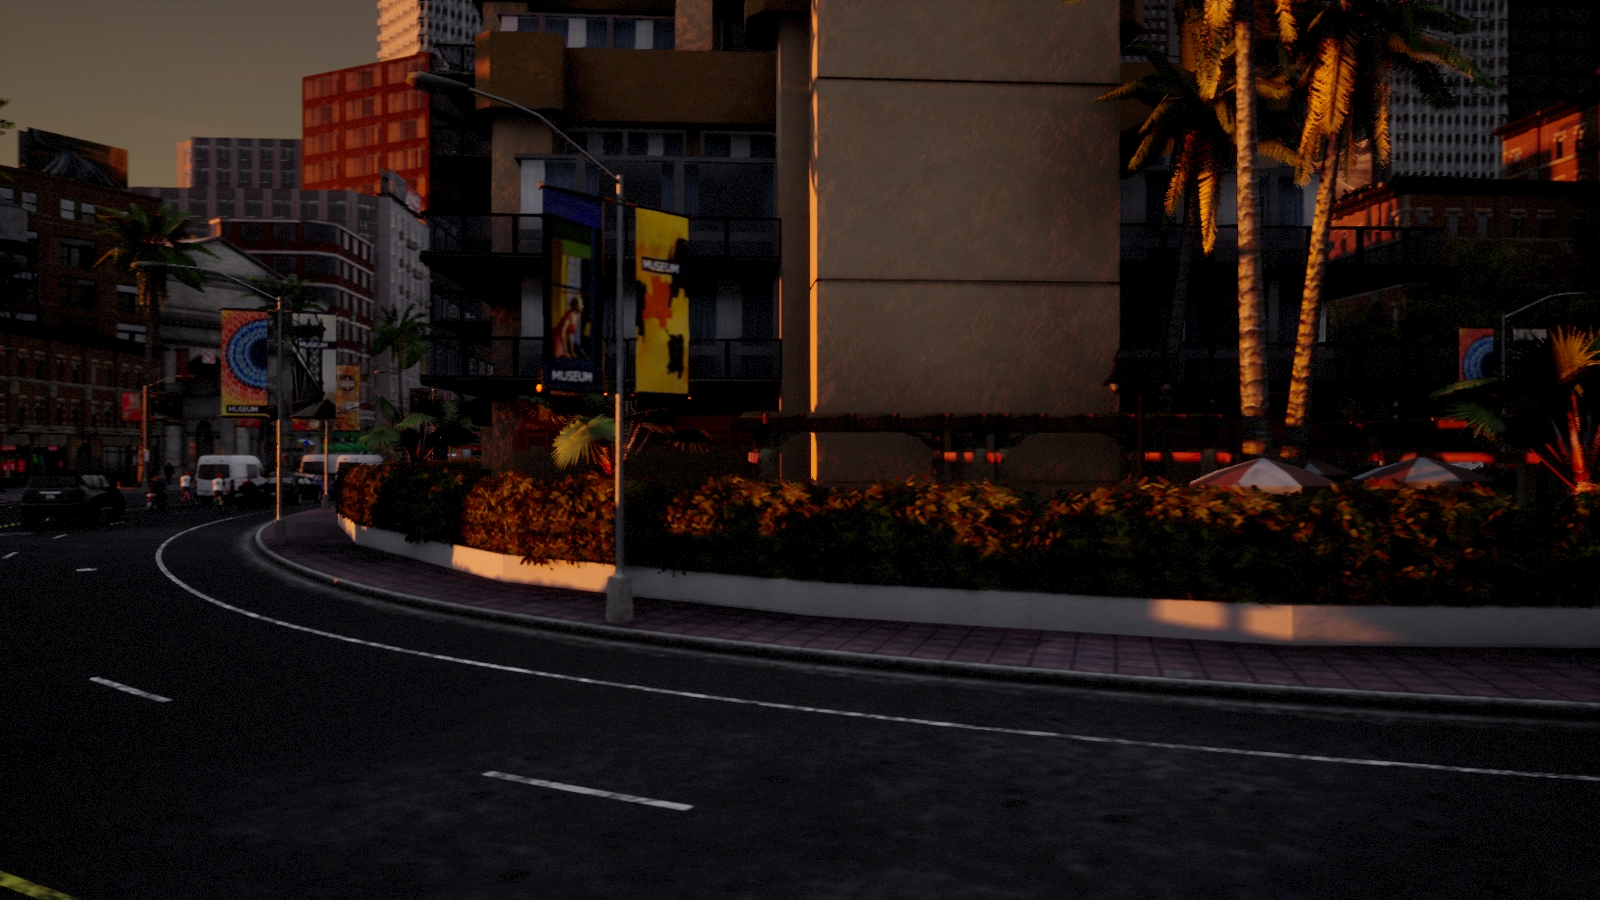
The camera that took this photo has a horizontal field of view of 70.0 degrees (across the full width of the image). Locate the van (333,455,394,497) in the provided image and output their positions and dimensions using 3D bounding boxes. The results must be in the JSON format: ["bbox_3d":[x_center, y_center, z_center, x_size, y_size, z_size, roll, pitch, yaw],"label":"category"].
[{"bbox_3d":[-27.780,1.579,73.000,1.988,2.561,5.915,0,0,-4],"label":"van"}]

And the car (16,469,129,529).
[{"bbox_3d":[-27.849,1.804,43.956,2.150,2.045,5.566,0,0,-16],"label":"car"}]

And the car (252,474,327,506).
[{"bbox_3d":[-26.868,2.070,60.364,2.097,1.535,5.006,0,0,-5],"label":"car"}]

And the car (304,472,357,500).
[{"bbox_3d":[-27.325,2.078,66.603,1.845,1.501,3.633,0,0,-4],"label":"car"}]

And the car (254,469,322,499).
[{"bbox_3d":[-31.037,2.033,69.459,2.152,1.651,5.027,0,0,-4],"label":"car"}]

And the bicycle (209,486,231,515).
[{"bbox_3d":[-25.698,2.235,50.652,0.373,1.196,1.643,0,0,-9],"label":"bicycle"}]

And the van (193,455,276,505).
[{"bbox_3d":[-30.484,1.570,61.794,1.988,2.561,5.915,0,0,-5],"label":"van"}]

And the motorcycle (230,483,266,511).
[{"bbox_3d":[-26.350,2.237,54.596,0.867,1.251,2.209,0,0,-7],"label":"motorcycle"}]
